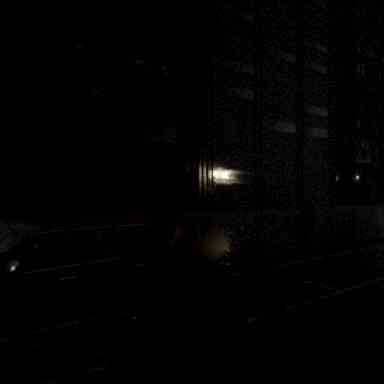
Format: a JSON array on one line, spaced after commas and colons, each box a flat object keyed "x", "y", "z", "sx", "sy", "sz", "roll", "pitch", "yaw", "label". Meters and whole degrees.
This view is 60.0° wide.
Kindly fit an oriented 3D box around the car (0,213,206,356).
[{"x": -2.071, "y": 1.315, "z": 5.180, "sx": 5.009, "sy": 1.841, "sz": 2.192, "roll": 0, "pitch": 0, "yaw": -35, "label": "car"}]
